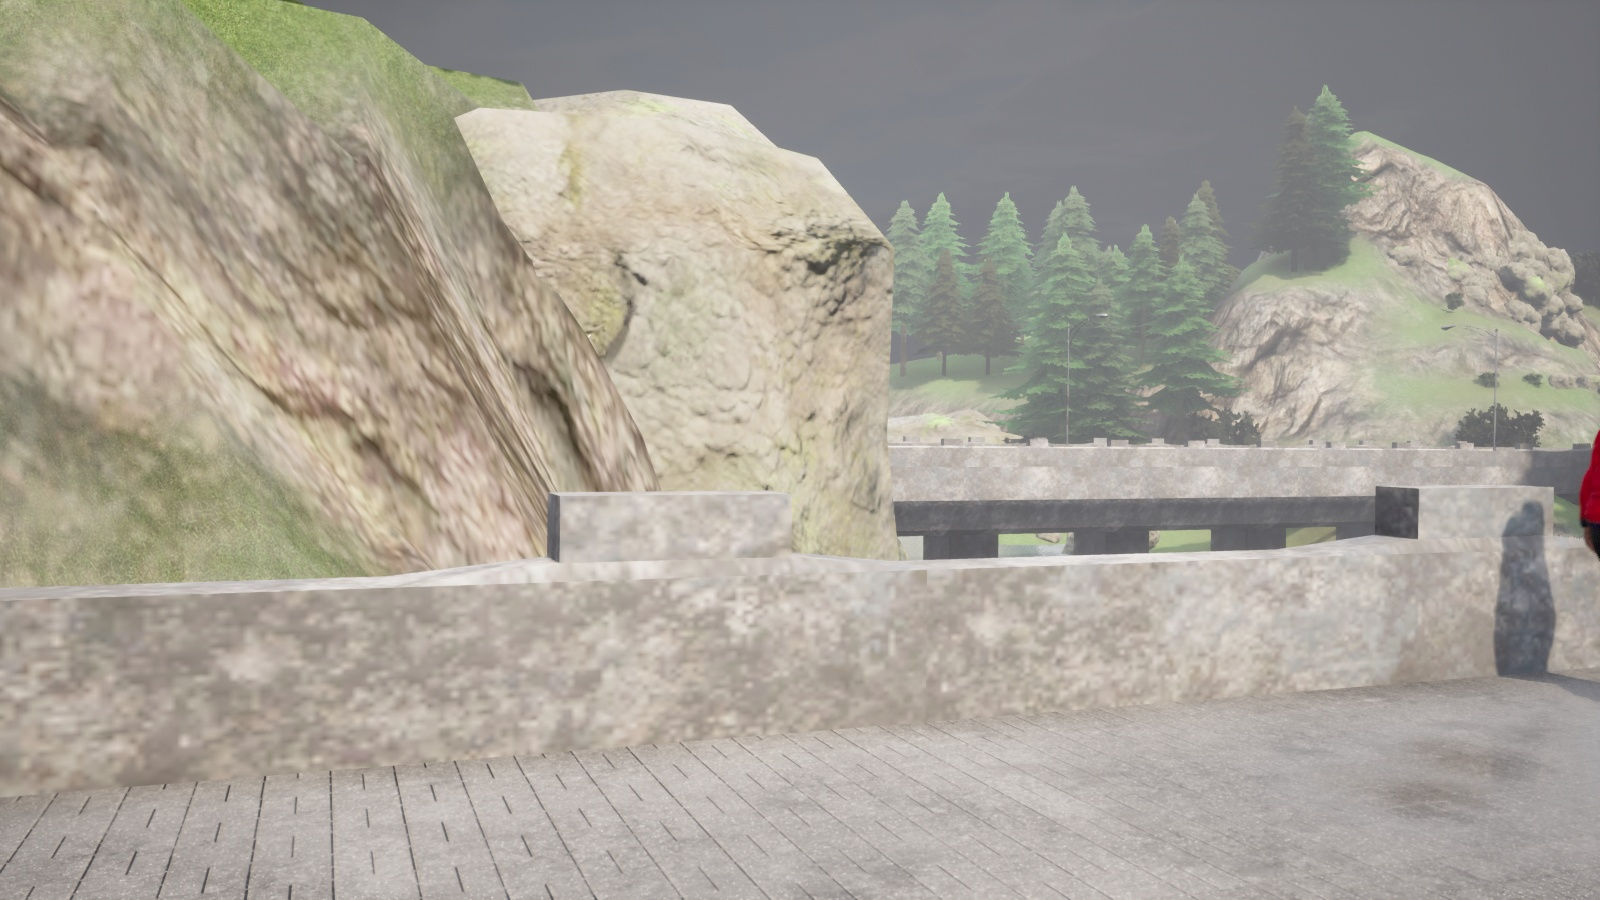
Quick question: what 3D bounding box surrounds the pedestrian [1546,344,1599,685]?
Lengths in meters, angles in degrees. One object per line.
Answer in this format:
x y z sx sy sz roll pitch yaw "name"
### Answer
4.729 0.343 6.978 0.899 1.844 0.634 -1 1 -29 "pedestrian"
